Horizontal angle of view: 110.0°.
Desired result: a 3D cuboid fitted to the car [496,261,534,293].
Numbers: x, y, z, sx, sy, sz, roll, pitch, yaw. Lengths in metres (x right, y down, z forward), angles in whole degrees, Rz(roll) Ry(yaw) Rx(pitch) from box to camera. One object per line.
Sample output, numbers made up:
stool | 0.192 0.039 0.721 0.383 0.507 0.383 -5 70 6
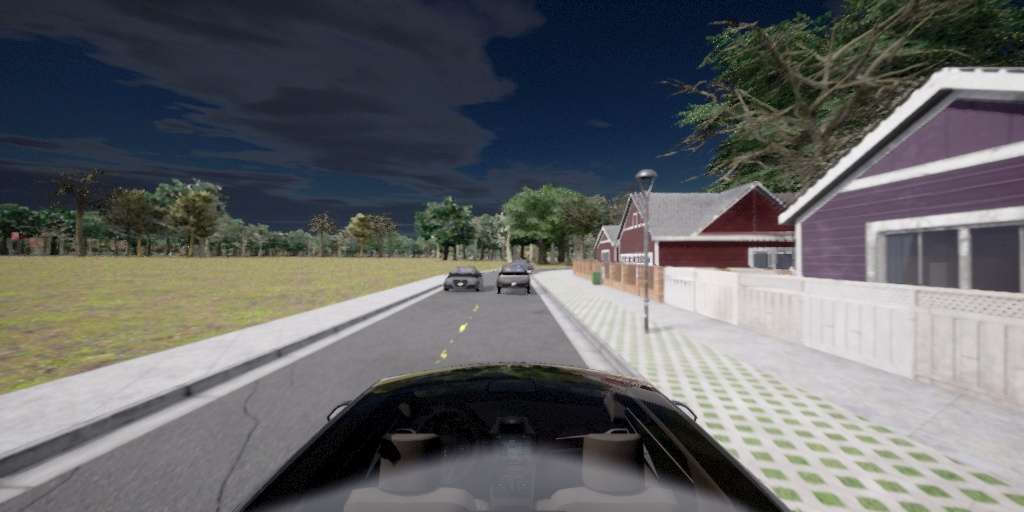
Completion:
car | 0.095 1.241 20.710 2.128 1.511 4.902 0 0 0

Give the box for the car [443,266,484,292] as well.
car | -2.766 1.314 21.245 1.994 1.385 4.181 0 0 0

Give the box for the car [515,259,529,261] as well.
car | 1.180 1.130 39.255 2.097 1.767 4.553 0 0 11
